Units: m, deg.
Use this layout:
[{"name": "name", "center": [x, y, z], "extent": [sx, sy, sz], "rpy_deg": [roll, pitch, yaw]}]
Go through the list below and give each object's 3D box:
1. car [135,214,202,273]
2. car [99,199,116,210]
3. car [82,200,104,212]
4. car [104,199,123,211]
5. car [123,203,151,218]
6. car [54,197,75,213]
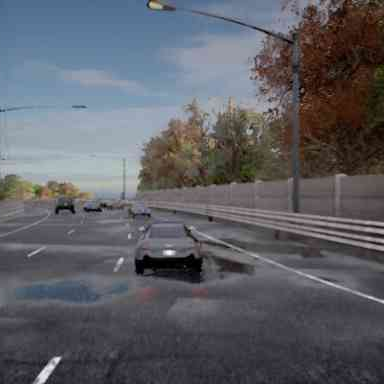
[{"name": "car", "center": [-0.832, 1.650, 11.126], "extent": [1.994, 1.385, 4.181], "rpy_deg": [0, 0, -6]}, {"name": "car", "center": [-13.610, 1.929, 53.506], "extent": [1.882, 1.535, 5.008], "rpy_deg": [0, 0, -23]}, {"name": "car", "center": [-13.500, 1.950, 44.690], "extent": [1.994, 1.385, 4.181], "rpy_deg": [0, 0, -24]}, {"name": "car", "center": [-11.066, 1.888, 47.785], "extent": [2.128, 1.511, 4.902], "rpy_deg": [0, -1, -24]}, {"name": "car", "center": [-5.329, 1.814, 33.245], "extent": [2.033, 1.411, 5.357], "rpy_deg": [0, 0, -17]}, {"name": "car", "center": [-16.291, 1.604, 42.470], "extent": [2.150, 2.045, 5.566], "rpy_deg": [0, 0, -24]}]
